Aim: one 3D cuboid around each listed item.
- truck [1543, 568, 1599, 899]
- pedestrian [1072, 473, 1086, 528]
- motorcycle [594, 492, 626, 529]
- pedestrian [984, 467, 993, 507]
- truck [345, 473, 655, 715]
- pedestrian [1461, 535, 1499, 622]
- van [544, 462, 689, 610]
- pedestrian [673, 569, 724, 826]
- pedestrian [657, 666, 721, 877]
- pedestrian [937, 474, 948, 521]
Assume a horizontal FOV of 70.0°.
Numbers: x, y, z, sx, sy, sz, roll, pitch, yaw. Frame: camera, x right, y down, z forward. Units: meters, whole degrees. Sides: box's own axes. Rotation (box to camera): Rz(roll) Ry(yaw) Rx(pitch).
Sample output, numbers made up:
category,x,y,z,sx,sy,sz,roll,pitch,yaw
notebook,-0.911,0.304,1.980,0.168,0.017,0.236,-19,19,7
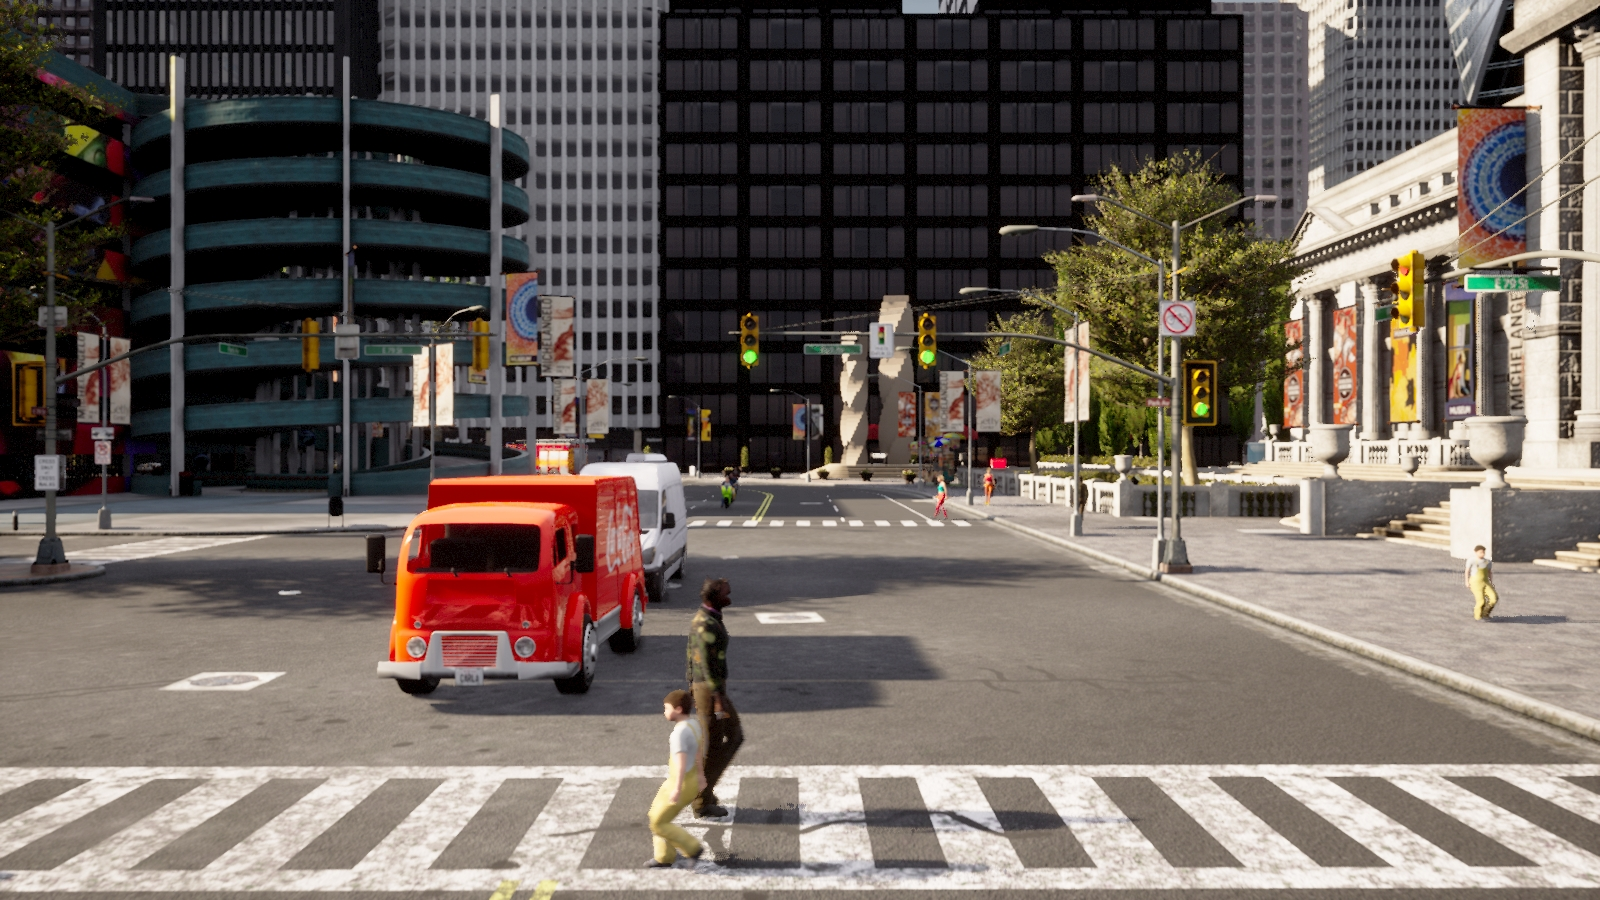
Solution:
category,x,y,z,sx,sy,sz,roll,pitch,yaw
truck,3.495,1.565,0.745,2.627,2.467,5.204,0,0,0
pedestrian,9.516,1.716,38.962,0.375,1.860,0.375,0,0,3
motorcycle,-6.942,2.203,41.792,0.856,1.236,1.805,0,0,0
pedestrian,8.844,1.722,53.675,0.375,1.860,0.375,0,0,6
truck,-3.503,1.576,14.694,2.627,2.467,5.204,0,0,0
pedestrian,10.507,1.986,17.660,0.375,1.300,0.375,0,0,2
van,-3.517,1.547,23.070,1.988,2.561,5.915,0,0,0
pedestrian,-0.773,1.854,8.676,0.375,1.860,0.375,0,0,-6
pedestrian,-0.735,2.133,7.639,0.375,1.300,0.375,0,0,3
pedestrian,5.669,1.872,45.427,0.375,1.860,0.375,0,0,-6
